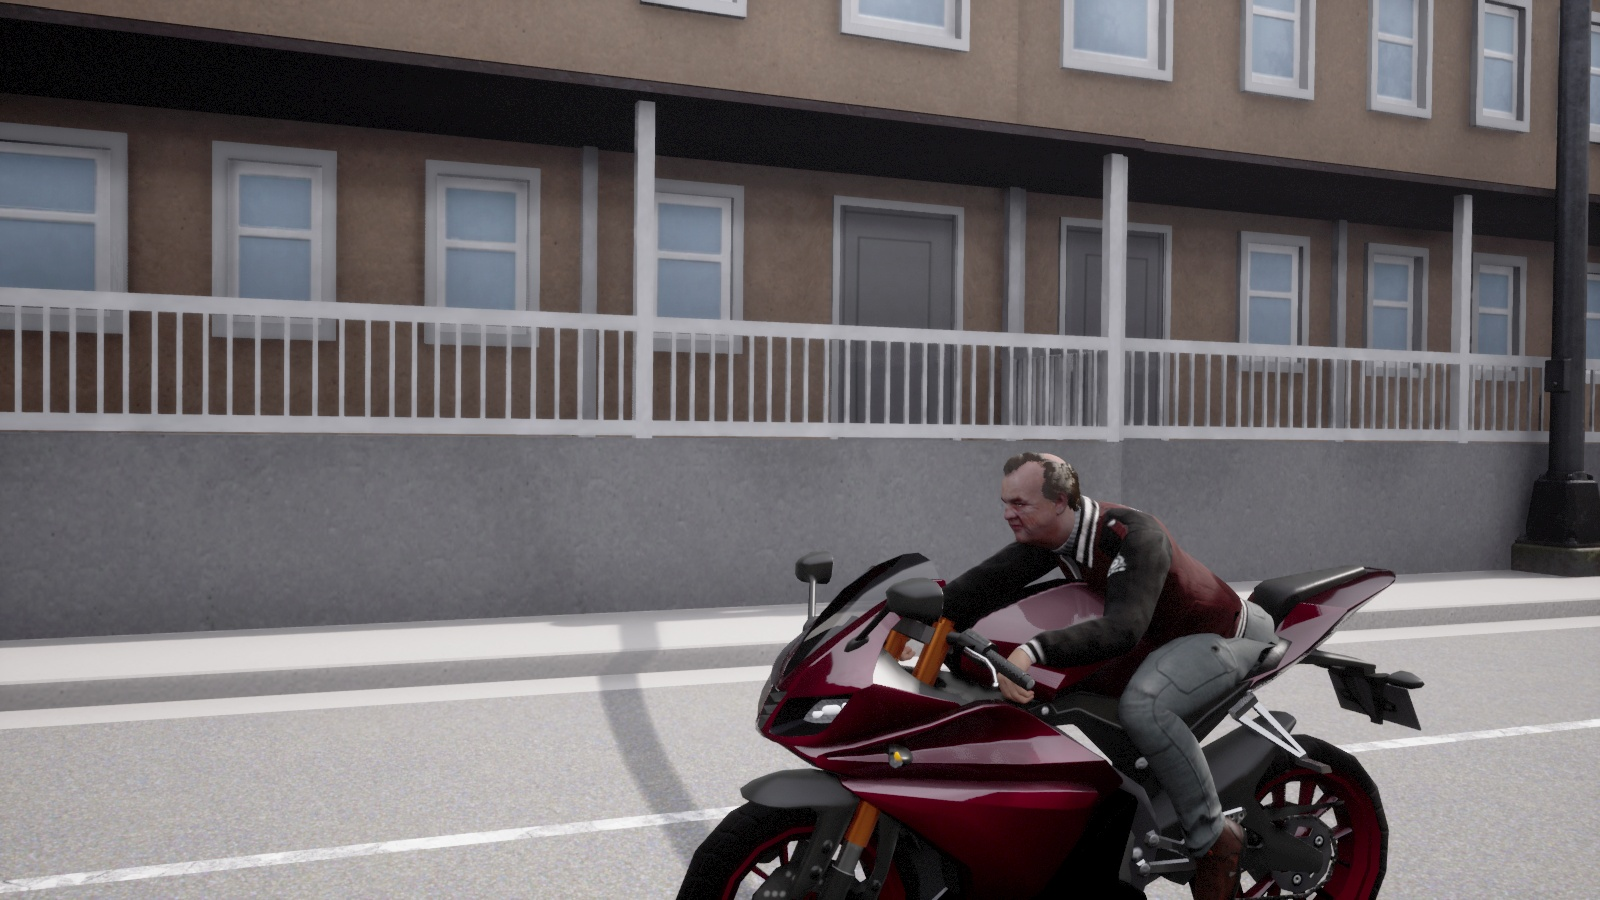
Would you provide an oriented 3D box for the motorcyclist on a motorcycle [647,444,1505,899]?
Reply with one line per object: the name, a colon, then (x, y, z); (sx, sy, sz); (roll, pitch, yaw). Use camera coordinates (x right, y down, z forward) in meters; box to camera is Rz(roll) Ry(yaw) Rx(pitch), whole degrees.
motorcyclist on a motorcycle: (0.755, 0.768, 3.489); (2.191, 1.530, 0.866); (-1, 1, -19)
